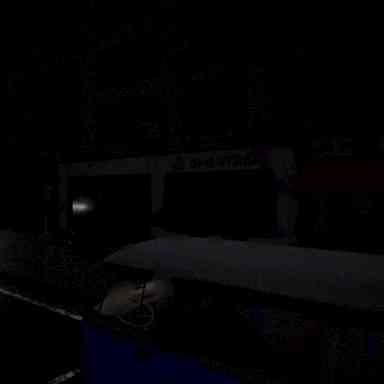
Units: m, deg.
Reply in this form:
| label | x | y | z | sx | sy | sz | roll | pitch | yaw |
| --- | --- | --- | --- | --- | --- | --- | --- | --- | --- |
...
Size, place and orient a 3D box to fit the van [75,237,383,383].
| label | x | y | z | sx | sy | sz | roll | pitch | yaw |
| --- | --- | --- | --- | --- | --- | --- | --- | --- | --- |
| van | 0.829 | 1.341 | 2.485 | 3.998 | 1.788 | 1.690 | 0 | 0 | 36 |
